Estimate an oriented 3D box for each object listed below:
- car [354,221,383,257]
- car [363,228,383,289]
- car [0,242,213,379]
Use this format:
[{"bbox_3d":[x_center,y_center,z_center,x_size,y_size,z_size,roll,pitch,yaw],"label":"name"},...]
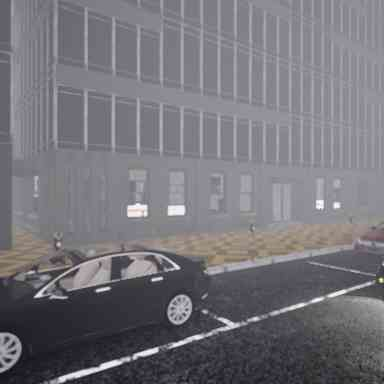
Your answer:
[{"bbox_3d":[7.578,1.629,11.997,4.206,1.307,1.802,0,0,-36],"label":"car"},{"bbox_3d":[6.112,1.598,7.761,4.181,1.385,1.994,0,0,-36],"label":"car"},{"bbox_3d":[-1.677,1.557,5.368,4.403,1.369,2.008,0,0,-36],"label":"car"}]
